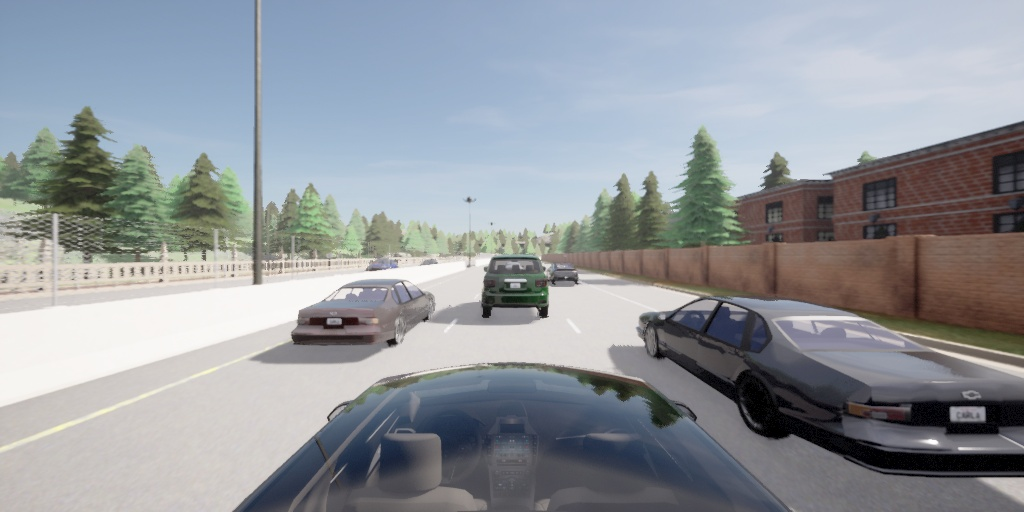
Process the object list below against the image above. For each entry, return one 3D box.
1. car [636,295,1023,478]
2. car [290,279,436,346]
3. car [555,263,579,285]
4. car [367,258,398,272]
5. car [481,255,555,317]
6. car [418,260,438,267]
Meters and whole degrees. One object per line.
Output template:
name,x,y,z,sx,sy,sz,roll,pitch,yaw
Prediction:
car,3.600,1.297,5.345,2.033,1.411,5.357,0,0,0
car,-3.400,1.297,9.362,2.033,1.411,5.357,0,0,0
car,3.602,1.238,26.174,2.128,1.511,4.902,0,0,0
car,-14.071,1.097,39.230,2.097,1.767,4.553,0,0,0
car,0.101,0.970,13.276,2.150,2.045,5.566,0,0,0
car,-10.555,1.252,45.652,1.837,1.490,4.892,0,-1,0
